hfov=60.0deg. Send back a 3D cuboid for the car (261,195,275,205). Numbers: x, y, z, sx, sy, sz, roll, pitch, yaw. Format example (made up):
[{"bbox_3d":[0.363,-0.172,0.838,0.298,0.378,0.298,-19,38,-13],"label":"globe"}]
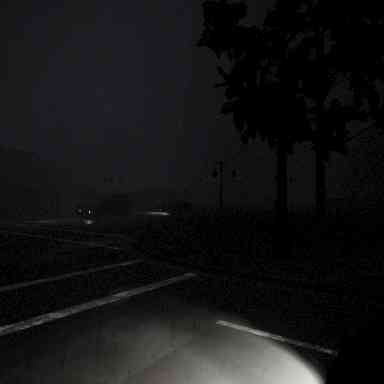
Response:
[{"bbox_3d":[13.856,1.347,60.760,2.097,1.767,4.553,0,0,7],"label":"car"}]

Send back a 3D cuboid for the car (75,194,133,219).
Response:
[{"bbox_3d":[-7.765,1.222,30.031,2.150,2.045,5.566,0,0,35],"label":"car"}]

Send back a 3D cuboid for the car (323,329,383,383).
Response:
[{"bbox_3d":[2.915,1.564,1.894,4.181,1.385,1.994,0,0,36],"label":"car"}]

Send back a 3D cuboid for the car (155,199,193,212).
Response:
[{"bbox_3d":[-1.963,1.547,38.595,2.033,1.411,5.357,0,0,34],"label":"car"}]
